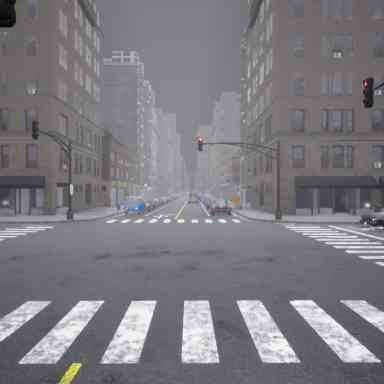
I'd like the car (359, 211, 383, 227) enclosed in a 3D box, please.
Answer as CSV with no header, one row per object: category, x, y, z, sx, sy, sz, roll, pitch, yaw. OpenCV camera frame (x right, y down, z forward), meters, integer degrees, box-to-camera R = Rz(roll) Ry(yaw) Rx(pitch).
car,13.453,1.561,20.724,5.357,1.411,2.033,0,0,0

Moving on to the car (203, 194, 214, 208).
car,2.851,1.443,44.728,1.967,1.590,4.097,0,0,0

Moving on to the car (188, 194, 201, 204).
car,0.261,1.565,62.960,1.994,1.385,4.181,0,0,0

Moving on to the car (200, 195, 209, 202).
car,2.994,1.436,78.744,1.967,1.590,4.097,0,0,0

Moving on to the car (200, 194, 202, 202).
car,2.923,1.526,61.905,1.752,1.417,4.829,0,0,0

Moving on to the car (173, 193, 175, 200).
car,-5.532,1.521,78.599,1.752,1.417,4.829,0,0,0

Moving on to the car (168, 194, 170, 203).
car,-5.604,1.527,61.595,1.752,1.417,4.829,0,0,0

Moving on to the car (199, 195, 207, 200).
car,3.042,1.557,90.083,1.947,1.339,4.313,0,0,0

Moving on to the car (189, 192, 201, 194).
car,0.303,1.038,72.994,2.150,2.045,5.566,0,0,0

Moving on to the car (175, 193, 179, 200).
car,-5.484,1.306,90.106,2.192,1.841,5.009,0,0,0

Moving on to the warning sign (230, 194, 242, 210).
warning sign,5.230,1.118,39.374,1.300,1.860,1.060,0,0,0

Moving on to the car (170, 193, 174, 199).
car,-5.555,1.543,73.101,1.887,1.381,4.507,0,0,0

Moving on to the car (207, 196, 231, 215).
car,2.804,1.442,33.390,1.967,1.590,4.097,0,0,0

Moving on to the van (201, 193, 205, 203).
van,2.899,1.343,56.066,1.690,1.788,3.998,0,0,0

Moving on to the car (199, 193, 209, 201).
car,3.018,1.308,84.413,2.192,1.841,5.009,0,0,0

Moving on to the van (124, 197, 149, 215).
van,-5.722,1.343,33.423,1.690,1.788,3.998,0,0,0

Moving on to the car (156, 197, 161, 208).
car,-5.674,1.568,44.760,1.947,1.339,4.313,0,0,0

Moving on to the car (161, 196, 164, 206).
car,-5.651,1.585,50.428,1.802,1.307,4.206,0,0,0

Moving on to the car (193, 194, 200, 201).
car,1.159,1.447,89.582,1.801,1.575,5.366,0,0,0

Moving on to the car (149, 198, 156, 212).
car,-5.698,1.442,39.092,1.967,1.590,4.097,0,0,0

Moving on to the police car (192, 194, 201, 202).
police car,1.126,1.421,79.487,1.930,1.638,5.238,0,0,-1

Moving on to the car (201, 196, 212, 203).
car,2.947,1.551,67.405,2.008,1.369,4.403,0,0,0

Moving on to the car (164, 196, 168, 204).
car,-5.627,1.568,56.097,1.947,1.339,4.313,0,0,0

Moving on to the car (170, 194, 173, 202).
car,-5.579,1.566,67.433,1.947,1.339,4.313,0,0,0
